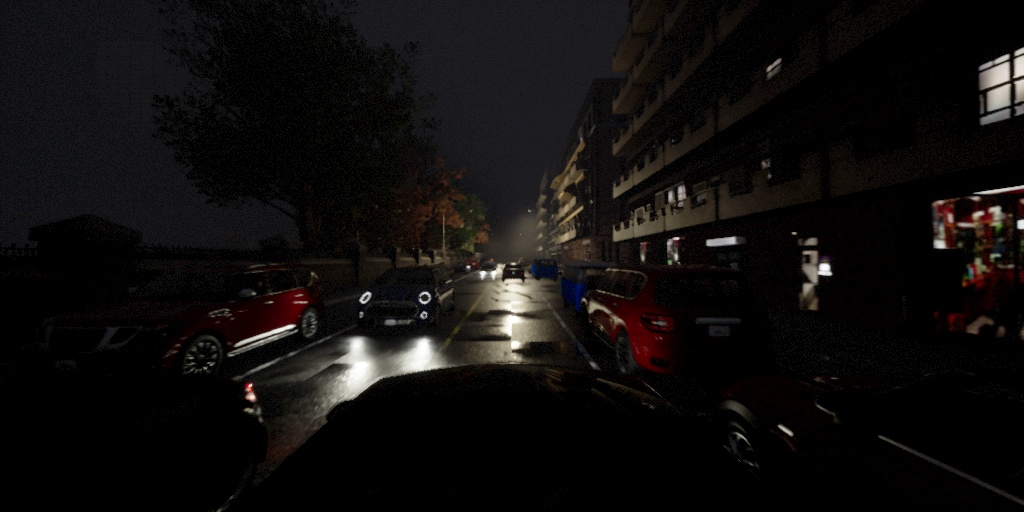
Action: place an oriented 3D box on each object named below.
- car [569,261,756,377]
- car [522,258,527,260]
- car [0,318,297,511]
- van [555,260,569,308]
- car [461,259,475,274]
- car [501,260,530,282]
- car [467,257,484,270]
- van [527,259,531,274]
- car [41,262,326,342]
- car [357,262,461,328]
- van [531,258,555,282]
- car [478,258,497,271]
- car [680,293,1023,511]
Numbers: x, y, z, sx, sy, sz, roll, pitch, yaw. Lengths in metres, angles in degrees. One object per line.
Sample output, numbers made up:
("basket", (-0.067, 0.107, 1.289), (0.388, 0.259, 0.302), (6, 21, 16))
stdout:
("car", (2.691, 1.063, 7.072), (2.192, 1.841, 5.009), (0, 0, 0))
("car", (2.680, 1.305, 62.306), (1.948, 1.339, 4.313), (0, 0, 0))
("car", (-3.093, 1.315, 1.348), (1.994, 1.385, 4.181), (0, 0, 0))
("van", (2.691, 1.088, 12.595), (1.690, 1.789, 3.998), (0, 0, 0))
("car", (-5.696, 1.296, 40.212), (2.007, 1.370, 4.403), (0, 0, 0))
("car", (0.108, 1.293, 28.794), (2.033, 1.411, 5.357), (0, 0, 0))
("car", (-5.698, 1.058, 51.259), (2.192, 1.841, 5.009), (0, 0, 0))
("van", (2.686, 1.084, 34.690), (1.690, 1.789, 3.998), (0, 0, 0))
("car", (-5.689, 1.066, 7.071), (2.192, 1.841, 5.009), (0, 0, 0))
("car", (-3.090, 1.102, 11.384), (2.097, 1.767, 4.553), (0, 0, 0))
("van", (2.687, 1.085, 29.167), (1.690, 1.789, 3.998), (0, 0, 0))
("car", (-3.081, 1.344, 48.845), (1.895, 1.301, 4.718), (0, 0, 0))
("car", (2.693, 1.189, 1.549), (1.967, 1.591, 4.097), (0, 0, 0))
